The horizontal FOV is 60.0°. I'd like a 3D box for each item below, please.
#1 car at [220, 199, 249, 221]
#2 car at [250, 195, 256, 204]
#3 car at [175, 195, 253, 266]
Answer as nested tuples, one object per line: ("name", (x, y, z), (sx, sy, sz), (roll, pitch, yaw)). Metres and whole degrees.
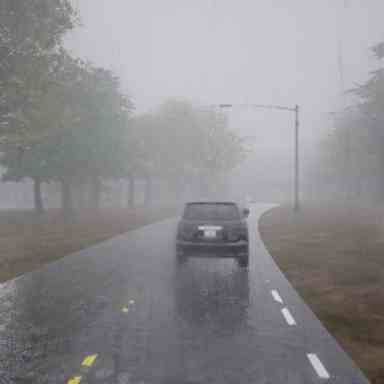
("car", (3.577, 1.398, 27.382), (1.837, 1.490, 4.892), (0, 1, 14))
("car", (9.588, 1.267, 55.767), (2.128, 1.511, 4.902), (0, -1, 16))
("car", (0.824, 1.198, 11.653), (2.150, 2.045, 5.566), (0, 1, 7))
